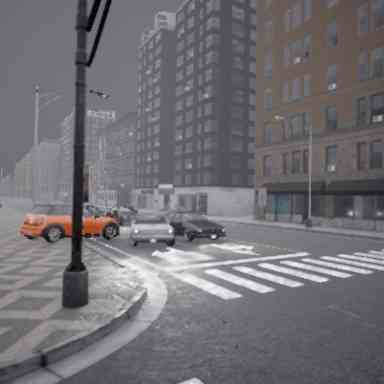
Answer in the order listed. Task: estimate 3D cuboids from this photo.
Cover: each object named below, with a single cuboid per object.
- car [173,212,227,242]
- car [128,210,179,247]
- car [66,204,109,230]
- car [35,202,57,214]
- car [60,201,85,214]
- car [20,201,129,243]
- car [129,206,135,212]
[{"bbox_3d":[-0.313,1.790,18.331,2.033,1.411,5.357,2,-1,-31],"label":"car"},{"bbox_3d":[-1.988,1.774,16.211,1.895,1.301,4.718,1,-1,-10],"label":"car"},{"bbox_3d":[-7.649,1.729,24.069,1.837,1.490,4.892,2,0,-31],"label":"car"},{"bbox_3d":[-18.143,1.941,41.306,1.994,1.385,4.181,2,-1,-31],"label":"car"},{"bbox_3d":[-15.636,1.949,43.445,2.128,1.511,4.902,2,-1,-31],"label":"car"},{"bbox_3d":[-5.719,1.425,16.306,2.097,1.767,4.553,0,-3,39],"label":"car"},{"bbox_3d":[-5.471,1.840,26.736,1.812,1.442,4.674,2,-1,-31],"label":"car"}]
